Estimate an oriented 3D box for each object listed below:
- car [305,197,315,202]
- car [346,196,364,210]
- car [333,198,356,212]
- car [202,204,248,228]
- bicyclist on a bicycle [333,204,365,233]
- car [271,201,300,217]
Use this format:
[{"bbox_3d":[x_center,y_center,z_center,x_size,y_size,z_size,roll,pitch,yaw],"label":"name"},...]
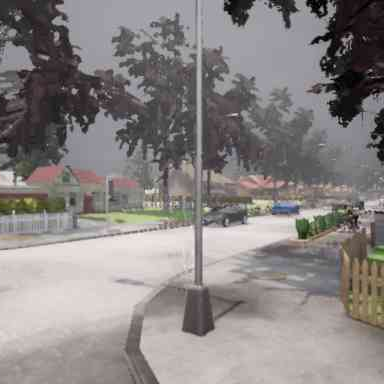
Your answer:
[{"bbox_3d":[29.771,2.027,87.927,5.357,1.415,2.033,0,0,34],"label":"car"},{"bbox_3d":[24.141,1.646,49.462,2.150,2.045,5.566,0,0,34],"label":"car"},{"bbox_3d":[18.391,1.849,40.745,1.837,1.490,4.892,0,0,34],"label":"car"},{"bbox_3d":[2.439,1.678,24.278,1.837,1.490,4.892,0,0,34],"label":"car"},{"bbox_3d":[8.739,1.509,18.588,1.656,1.620,0.582,0,-1,34],"label":"bicyclist on a bicycle"},{"bbox_3d":[10.090,1.757,35.748,1.882,1.535,5.008,0,0,34],"label":"car"}]
